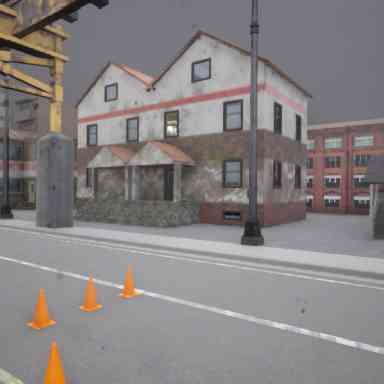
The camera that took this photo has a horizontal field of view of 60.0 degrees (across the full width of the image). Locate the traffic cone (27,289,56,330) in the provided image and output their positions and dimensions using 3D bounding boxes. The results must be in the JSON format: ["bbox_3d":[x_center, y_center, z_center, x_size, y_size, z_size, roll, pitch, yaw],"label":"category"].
[{"bbox_3d":[-2.546,1.949,5.630,0.340,0.580,0.340,0,0,36],"label":"traffic cone"}]

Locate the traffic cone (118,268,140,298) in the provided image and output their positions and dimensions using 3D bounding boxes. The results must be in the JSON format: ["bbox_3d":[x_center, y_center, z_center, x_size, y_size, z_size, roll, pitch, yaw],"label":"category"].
[{"bbox_3d":[-1.375,1.949,7.251,0.340,0.580,0.340,0,0,36],"label":"traffic cone"}]

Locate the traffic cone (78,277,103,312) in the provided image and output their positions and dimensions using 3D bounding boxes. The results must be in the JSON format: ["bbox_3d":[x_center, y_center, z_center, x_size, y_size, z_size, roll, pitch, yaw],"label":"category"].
[{"bbox_3d":[-1.960,1.949,6.441,0.340,0.580,0.340,0,0,36],"label":"traffic cone"}]

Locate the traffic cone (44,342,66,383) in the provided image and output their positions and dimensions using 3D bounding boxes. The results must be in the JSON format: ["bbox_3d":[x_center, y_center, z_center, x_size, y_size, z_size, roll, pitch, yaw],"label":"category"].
[{"bbox_3d":[-1.509,1.952,3.648,0.340,0.580,0.340,0,0,36],"label":"traffic cone"}]
